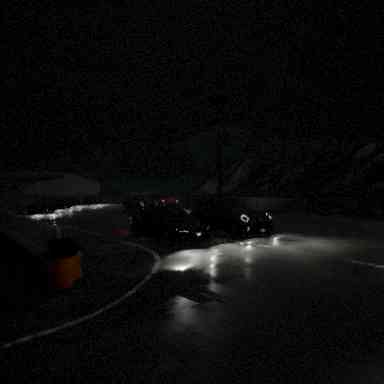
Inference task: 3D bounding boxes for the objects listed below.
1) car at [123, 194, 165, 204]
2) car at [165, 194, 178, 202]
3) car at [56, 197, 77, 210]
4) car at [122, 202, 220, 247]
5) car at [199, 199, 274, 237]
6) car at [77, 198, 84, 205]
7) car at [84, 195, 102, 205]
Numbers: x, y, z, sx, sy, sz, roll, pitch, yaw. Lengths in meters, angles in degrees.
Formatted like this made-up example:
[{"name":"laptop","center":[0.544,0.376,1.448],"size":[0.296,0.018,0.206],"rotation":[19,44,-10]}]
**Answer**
[{"name":"car","center":[-4.981,1.089,32.142],"size":[2.097,1.767,4.553],"rotation":[-2,1,-36]},{"name":"car","center":[-3.336,0.978,35.826],"size":[2.097,1.767,4.553],"rotation":[-2,1,-36]},{"name":"car","center":[-16.958,1.454,42.704],"size":[2.033,1.411,5.357],"rotation":[-2,1,-36]},{"name":"car","center":[-1.148,1.421,15.001],"size":[1.837,1.490,4.892],"rotation":[-2,1,-36]},{"name":"car","center":[1.884,1.150,16.771],"size":[2.097,1.767,4.553],"rotation":[-2,1,-36]},{"name":"car","center":[-18.651,1.414,51.089],"size":[1.895,1.301,4.718],"rotation":[-2,1,-36]},{"name":"car","center":[-15.958,1.194,53.331],"size":[2.128,1.511,4.902],"rotation":[-2,1,-36]}]
